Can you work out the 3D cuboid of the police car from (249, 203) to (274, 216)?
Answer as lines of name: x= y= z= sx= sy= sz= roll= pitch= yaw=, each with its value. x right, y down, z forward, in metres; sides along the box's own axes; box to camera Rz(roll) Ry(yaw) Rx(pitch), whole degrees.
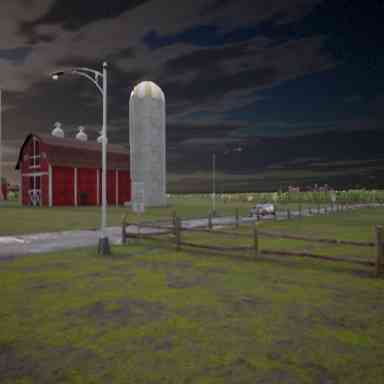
police car: x=8.749 y=2.153 z=41.388 sx=2.038 sy=1.542 sz=4.974 roll=-1 pitch=-1 yaw=35
